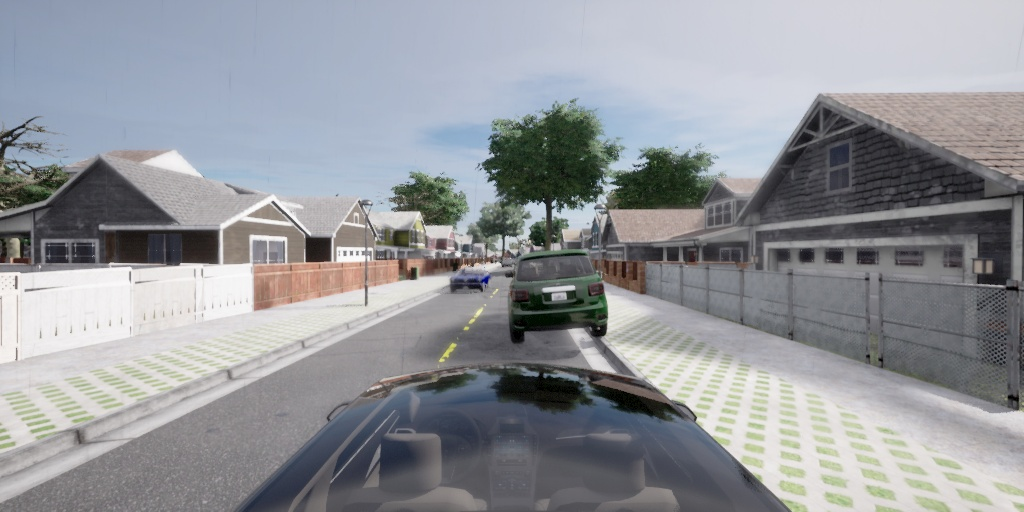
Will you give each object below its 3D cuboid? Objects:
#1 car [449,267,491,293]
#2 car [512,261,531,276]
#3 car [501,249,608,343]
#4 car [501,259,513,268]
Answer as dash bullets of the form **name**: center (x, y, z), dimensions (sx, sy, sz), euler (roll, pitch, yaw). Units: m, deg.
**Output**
- **car**: center (-2.363, 1.352, 21.035), dimensions (1.895, 1.301, 4.718), euler (0, 0, 2)
- **car**: center (1.116, 1.321, 39.625), dimensions (2.033, 1.411, 5.357), euler (0, 0, 3)
- **car**: center (1.015, 0.896, 9.763), dimensions (2.150, 2.045, 5.566), euler (-5, 0, 2)
- **car**: center (-0.896, 1.332, 63.816), dimensions (1.837, 1.490, 4.892), euler (0, 0, 2)
